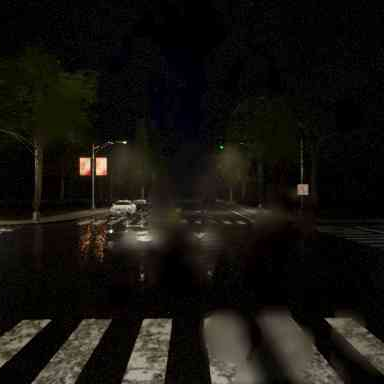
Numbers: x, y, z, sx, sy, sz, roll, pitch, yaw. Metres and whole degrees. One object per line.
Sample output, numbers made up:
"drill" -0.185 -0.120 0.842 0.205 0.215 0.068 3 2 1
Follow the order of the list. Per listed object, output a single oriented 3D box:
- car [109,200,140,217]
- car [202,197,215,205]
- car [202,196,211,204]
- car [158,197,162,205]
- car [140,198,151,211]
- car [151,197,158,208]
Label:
"car" -6.621 1.555 32.363 1.812 1.442 4.674 0 0 0
"car" 3.291 1.622 62.046 1.882 1.535 5.008 0 0 0
"car" 3.184 1.719 72.480 1.812 1.442 4.674 0 0 0
"car" -6.615 1.687 61.119 2.033 1.411 5.357 0 0 0
"car" -6.628 1.653 41.374 1.895 1.301 4.718 0 0 0
"car" -6.638 1.615 50.466 1.812 1.442 4.674 0 0 0
